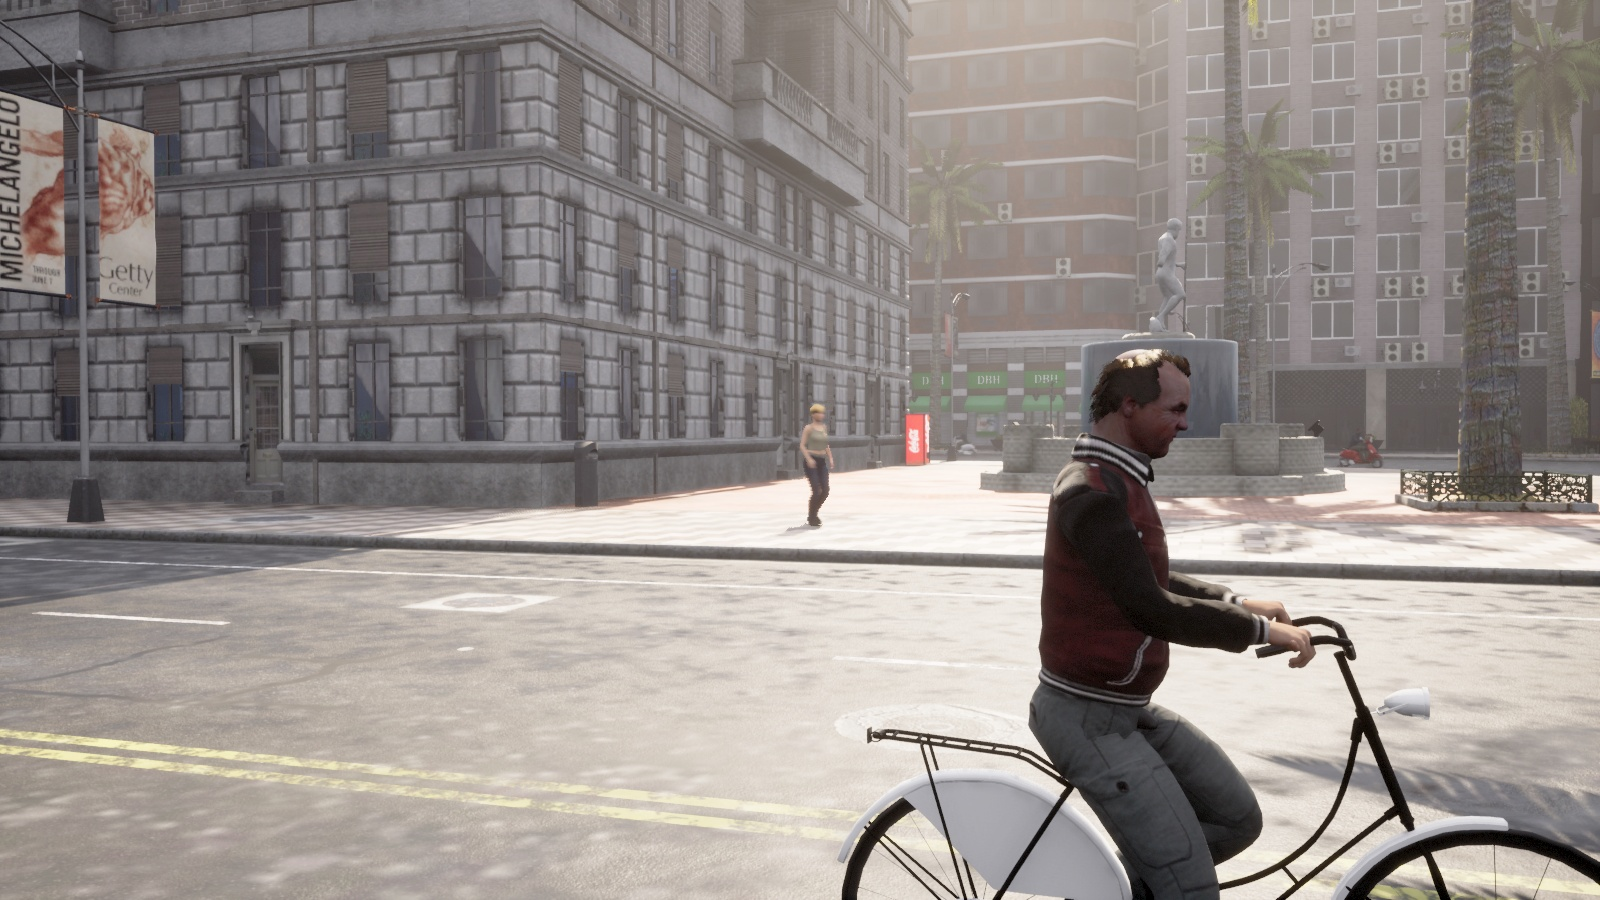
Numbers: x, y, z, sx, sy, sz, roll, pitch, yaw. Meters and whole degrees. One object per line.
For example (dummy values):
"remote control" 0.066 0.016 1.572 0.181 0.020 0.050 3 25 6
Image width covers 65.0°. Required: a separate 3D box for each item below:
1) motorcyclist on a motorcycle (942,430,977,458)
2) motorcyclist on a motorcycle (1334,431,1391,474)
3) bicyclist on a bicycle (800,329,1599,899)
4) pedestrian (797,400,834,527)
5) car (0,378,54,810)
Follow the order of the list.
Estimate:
"motorcyclist on a motorcycle" 9.132 -0.335 71.764 1.817 1.590 0.866 1 1 24
"motorcyclist on a motorcycle" 21.787 0.082 48.686 0.866 1.590 1.817 -1 1 -37
"bicyclist on a bicycle" 0.978 0.655 2.875 1.843 1.776 0.659 0 1 19
"pedestrian" 0.225 0.188 18.492 0.345 1.836 0.594 0 1 -19
"car" -5.684 0.582 5.087 4.553 1.767 2.097 1 1 18
